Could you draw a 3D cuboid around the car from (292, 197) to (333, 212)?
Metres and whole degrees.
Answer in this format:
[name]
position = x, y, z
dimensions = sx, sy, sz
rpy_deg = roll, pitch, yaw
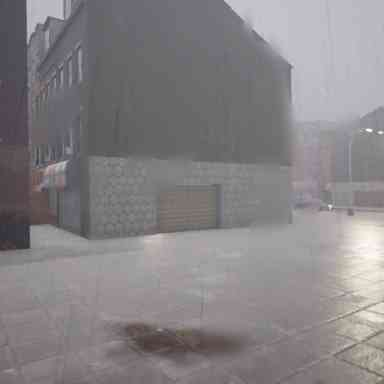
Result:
[car]
position = 12.358, 1.289, 35.059
dimensions = 2.128, 1.511, 4.902
rpy_deg = -1, 1, -35
